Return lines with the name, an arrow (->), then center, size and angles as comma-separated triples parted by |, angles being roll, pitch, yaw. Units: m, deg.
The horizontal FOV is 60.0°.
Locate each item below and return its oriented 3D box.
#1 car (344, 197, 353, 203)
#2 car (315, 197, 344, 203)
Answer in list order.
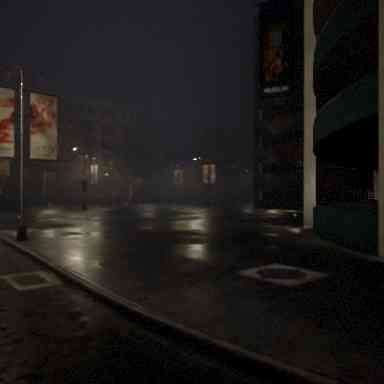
car -> 22.826, 1.568, 51.008 | 4.786, 1.482, 2.161 | 0, 0, -39
car -> 15.963, 1.437, 40.116 | 4.674, 1.452, 2.002 | 0, 0, -39
